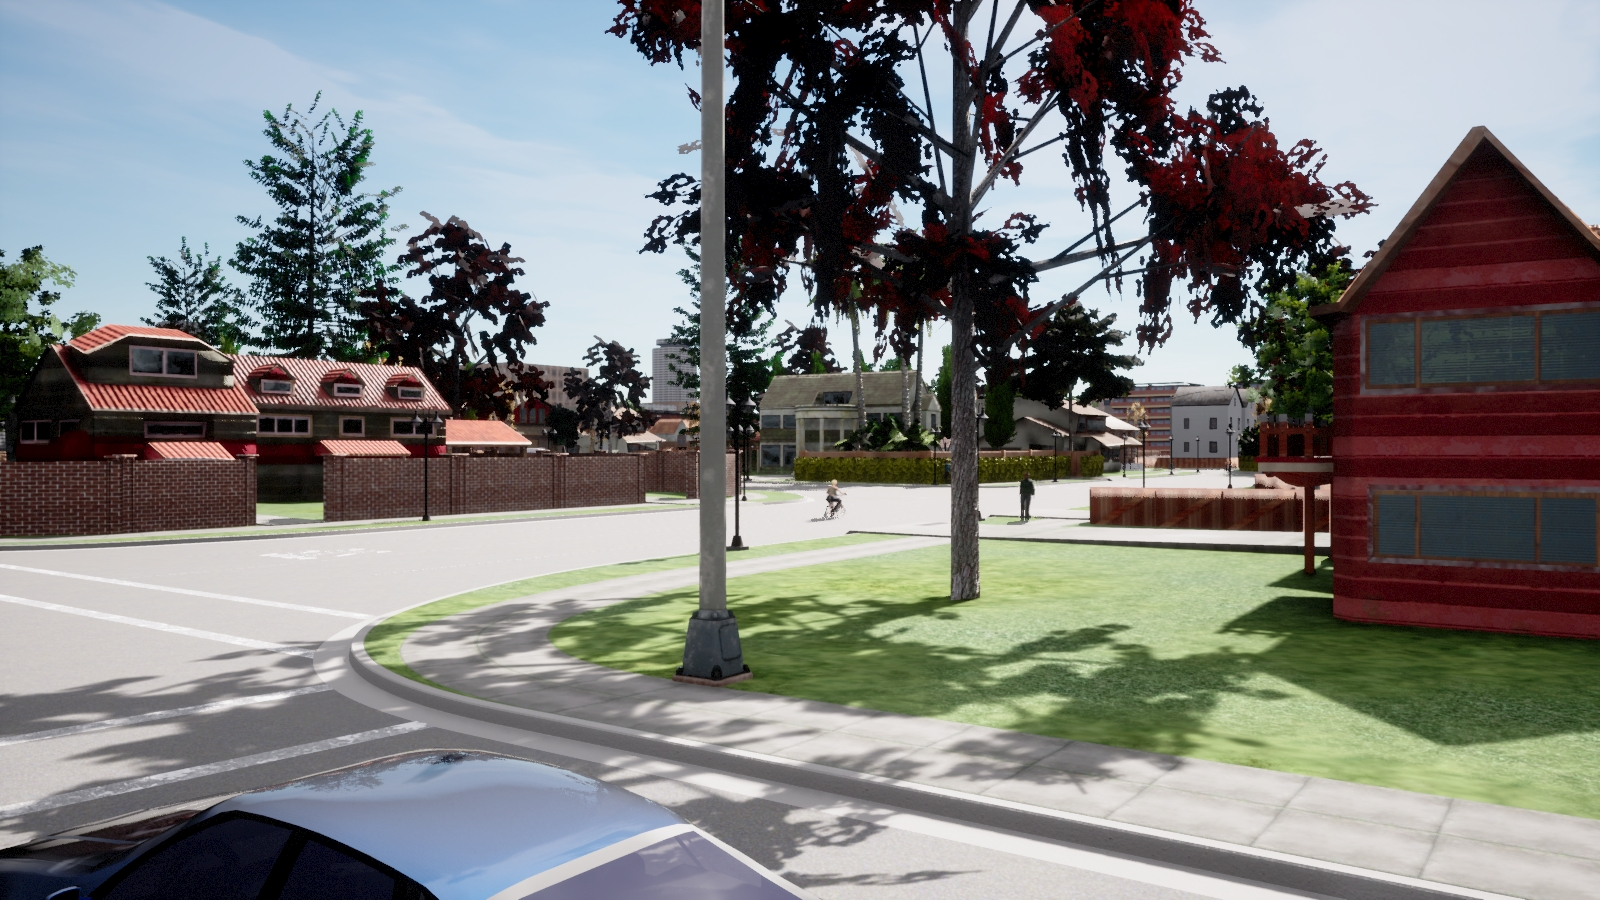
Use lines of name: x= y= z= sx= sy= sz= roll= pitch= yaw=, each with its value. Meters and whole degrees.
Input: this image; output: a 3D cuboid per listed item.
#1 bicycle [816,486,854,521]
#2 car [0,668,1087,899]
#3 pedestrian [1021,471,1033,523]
bicycle: x=1.426 y=2.145 z=46.159 sx=0.859 sy=1.301 sz=1.487 roll=0 pitch=0 yaw=33
car: x=-1.713 y=2.106 z=4.943 sx=5.357 sy=1.411 sz=2.033 roll=0 pitch=0 yaw=36
pedestrian: x=8.234 y=1.704 z=41.437 sx=0.375 sy=1.860 sz=0.375 roll=0 pitch=0 yaw=22
